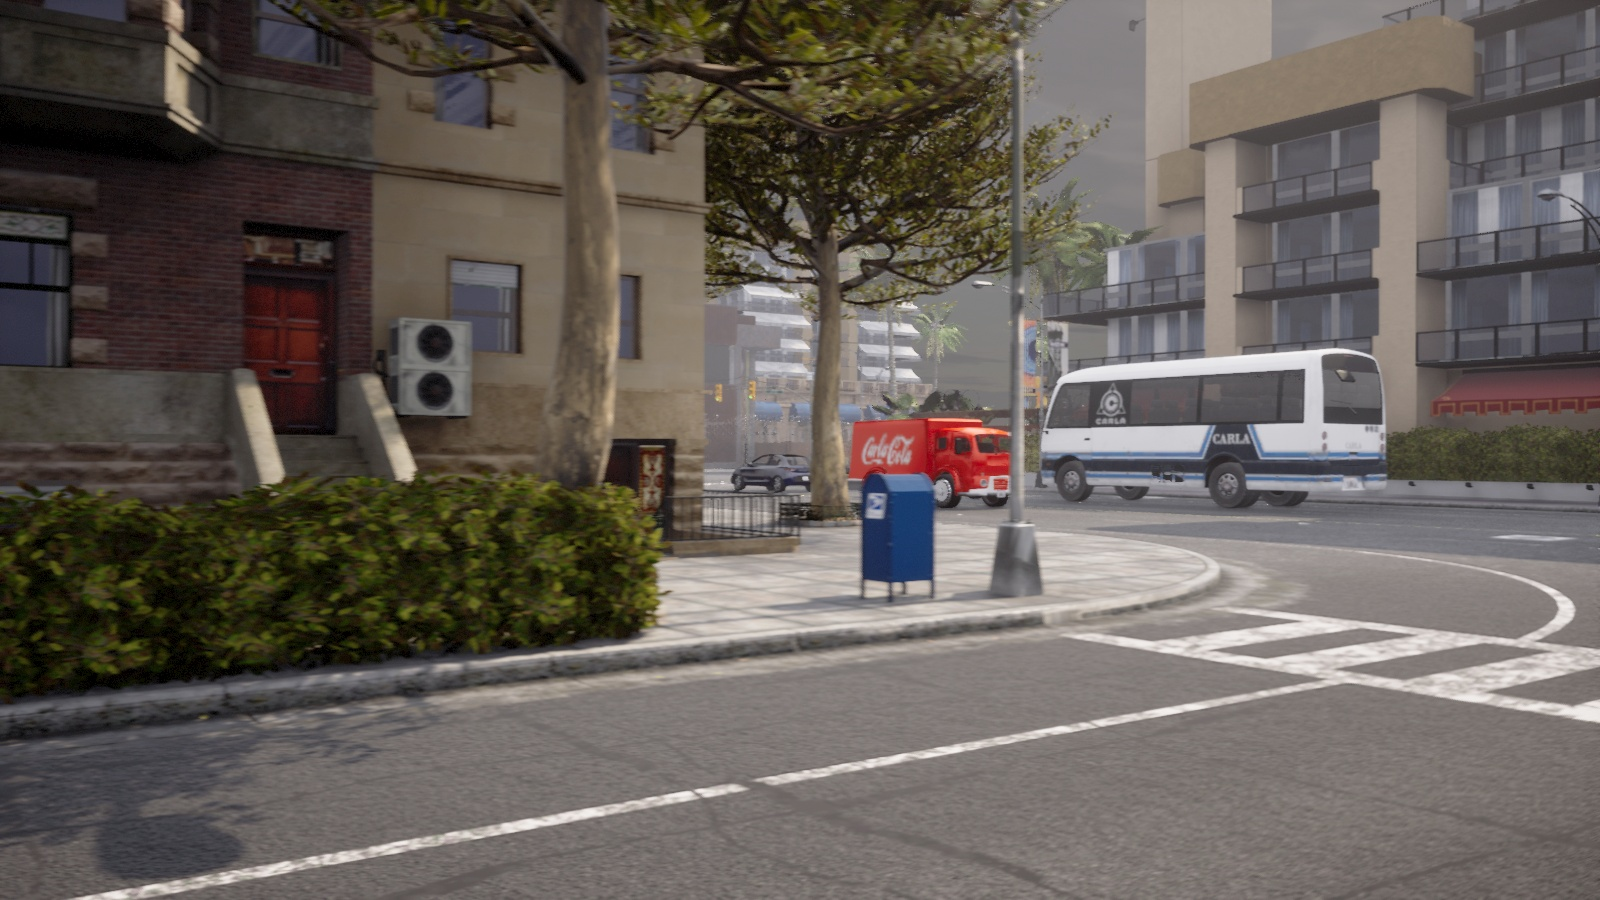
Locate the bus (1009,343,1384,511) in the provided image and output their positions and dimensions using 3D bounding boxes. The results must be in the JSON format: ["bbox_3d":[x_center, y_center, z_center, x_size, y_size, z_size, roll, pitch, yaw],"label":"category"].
[{"bbox_3d":[11.260,-0.564,37.093,3.944,4.253,10.273,0,0,-35],"label":"bus"}]

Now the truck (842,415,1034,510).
[{"bbox_3d":[3.798,0.337,35.538,2.627,2.467,5.204,0,0,-35],"label":"truck"}]

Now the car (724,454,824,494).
[{"bbox_3d":[-1.036,0.880,48.536,1.816,1.474,4.193,0,0,-35],"label":"car"}]
